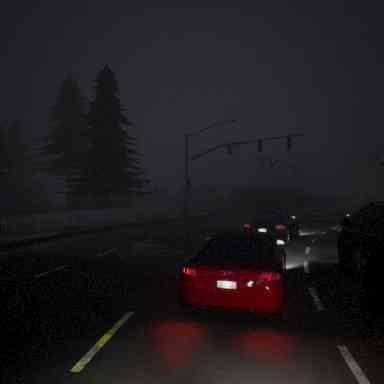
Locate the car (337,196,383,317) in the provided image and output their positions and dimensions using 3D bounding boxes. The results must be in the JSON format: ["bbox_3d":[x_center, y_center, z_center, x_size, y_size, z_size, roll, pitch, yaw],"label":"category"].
[{"bbox_3d":[4.711,1.221,7.295,2.150,2.045,5.566,0,0,15],"label":"car"}]

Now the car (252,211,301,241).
[{"bbox_3d":[3.800,1.564,15.627,1.994,1.385,4.181,0,0,26],"label":"car"}]

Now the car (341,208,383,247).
[{"bbox_3d":[8.379,1.564,15.885,1.994,1.385,4.181,0,0,28],"label":"car"}]

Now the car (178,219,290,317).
[{"bbox_3d":[1.134,1.564,7.658,1.994,1.385,4.181,0,0,16],"label":"car"}]
